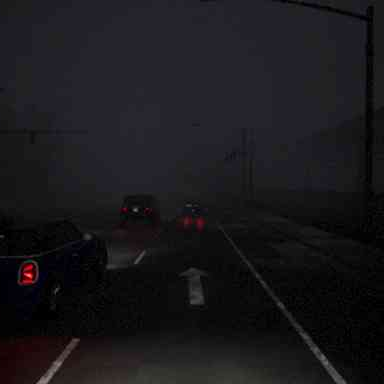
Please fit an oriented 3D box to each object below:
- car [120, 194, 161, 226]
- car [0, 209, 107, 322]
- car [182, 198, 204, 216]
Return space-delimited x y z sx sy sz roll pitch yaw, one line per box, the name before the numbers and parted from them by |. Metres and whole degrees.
car | -3.423 1.144 22.723 2.150 2.045 5.566 0 1 0
car | -3.400 1.350 7.378 2.097 1.767 4.553 0 0 0
car | 0.094 1.331 30.764 2.128 1.511 4.902 0 1 0
